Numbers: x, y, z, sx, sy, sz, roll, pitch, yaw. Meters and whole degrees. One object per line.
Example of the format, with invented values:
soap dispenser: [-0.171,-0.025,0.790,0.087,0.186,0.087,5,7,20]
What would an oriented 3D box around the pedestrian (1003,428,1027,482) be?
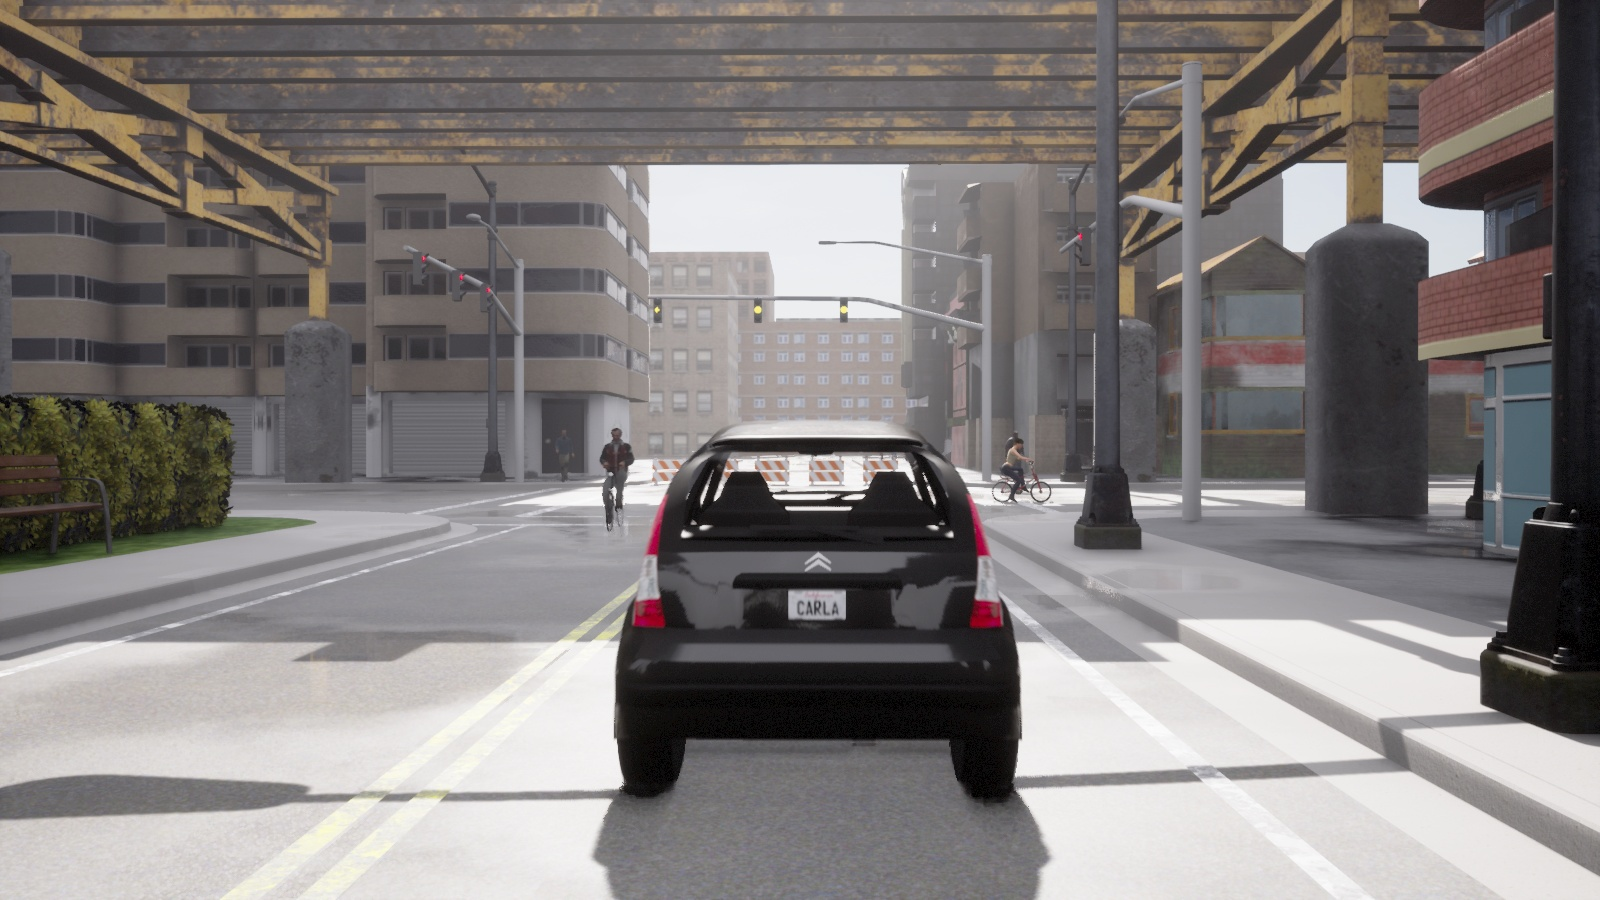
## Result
pedestrian: [7.496,0.171,43.782,0.563,1.883,0.849,0,0,-8]

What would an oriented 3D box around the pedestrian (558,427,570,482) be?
pedestrian: [-8.002,0.145,42.632,0.402,1.842,0.726,0,0,-10]

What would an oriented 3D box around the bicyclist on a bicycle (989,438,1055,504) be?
bicyclist on a bicycle: [5.507,0.511,31.209,1.509,1.612,0.866,0,0,1]

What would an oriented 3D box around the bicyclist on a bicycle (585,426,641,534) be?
bicyclist on a bicycle: [-3.185,0.493,21.527,0.659,1.776,1.843,0,0,1]

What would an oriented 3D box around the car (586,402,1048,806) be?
car: [0.096,0.605,7.031,1.851,1.617,3.988,0,0,1]
